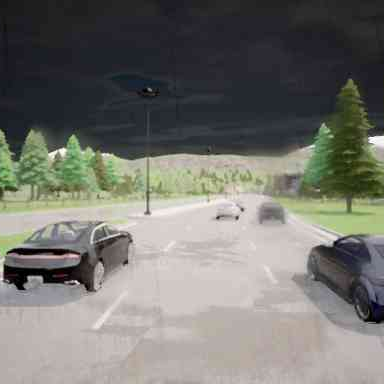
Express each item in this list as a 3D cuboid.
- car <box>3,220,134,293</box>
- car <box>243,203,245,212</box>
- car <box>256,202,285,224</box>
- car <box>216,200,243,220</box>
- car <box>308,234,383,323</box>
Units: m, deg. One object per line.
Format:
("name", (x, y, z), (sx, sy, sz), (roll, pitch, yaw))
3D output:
("car", (-2.913, 1.507, 8.952), (2.128, 1.511, 4.902), (0, 0, 4))
("car", (5.575, 1.703, 41.241), (1.895, 1.301, 4.718), (0, 0, 12))
("car", (6.082, 1.573, 25.656), (1.837, 1.490, 4.892), (0, 0, 10))
("car", (3.220, 1.597, 29.230), (1.812, 1.442, 4.674), (0, 0, 11))
("car", (3.973, 1.587, 7.168), (1.994, 1.385, 4.181), (0, 0, 3))
